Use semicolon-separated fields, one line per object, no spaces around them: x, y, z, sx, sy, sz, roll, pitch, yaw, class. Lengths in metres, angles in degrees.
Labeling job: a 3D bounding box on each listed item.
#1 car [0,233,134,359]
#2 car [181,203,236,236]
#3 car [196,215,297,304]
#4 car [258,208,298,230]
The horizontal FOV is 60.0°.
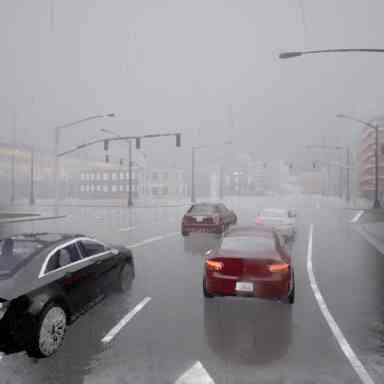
-2.558;1.492;6.054;2.128;1.511;4.902;0;0;9;car
1.070;1.352;18.071;2.097;1.767;4.553;0;0;19;car
1.465;1.526;8.175;1.812;1.442;4.674;0;0;13;car
4.215;1.526;16.604;1.812;1.442;4.674;0;0;20;car
